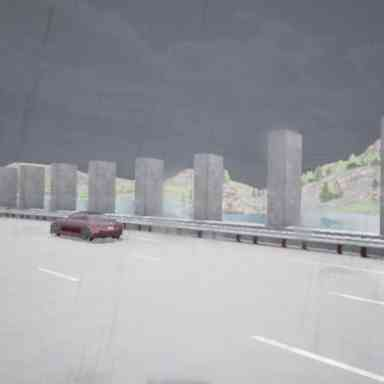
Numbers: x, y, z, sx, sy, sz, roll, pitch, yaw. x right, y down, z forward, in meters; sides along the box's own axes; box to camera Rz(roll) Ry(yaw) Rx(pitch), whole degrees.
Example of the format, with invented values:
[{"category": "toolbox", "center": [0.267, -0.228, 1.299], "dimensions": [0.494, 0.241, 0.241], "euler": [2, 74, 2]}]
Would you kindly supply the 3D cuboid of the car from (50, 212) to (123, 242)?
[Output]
[{"category": "car", "center": [-5.559, 1.704, 17.367], "dimensions": [4.181, 1.385, 1.994], "euler": [1, -1, 37]}]
